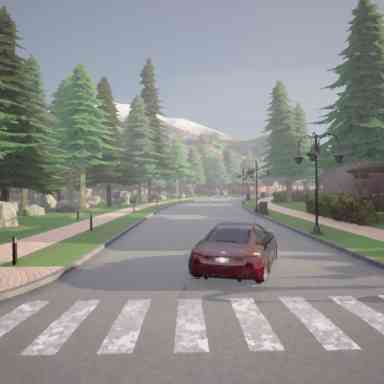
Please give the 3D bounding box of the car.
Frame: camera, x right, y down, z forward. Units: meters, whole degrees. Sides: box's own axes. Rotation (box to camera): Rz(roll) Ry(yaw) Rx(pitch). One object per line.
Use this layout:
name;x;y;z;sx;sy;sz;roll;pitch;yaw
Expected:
car;1.401;1.575;9.898;1.994;1.385;4.181;-1;1;19
